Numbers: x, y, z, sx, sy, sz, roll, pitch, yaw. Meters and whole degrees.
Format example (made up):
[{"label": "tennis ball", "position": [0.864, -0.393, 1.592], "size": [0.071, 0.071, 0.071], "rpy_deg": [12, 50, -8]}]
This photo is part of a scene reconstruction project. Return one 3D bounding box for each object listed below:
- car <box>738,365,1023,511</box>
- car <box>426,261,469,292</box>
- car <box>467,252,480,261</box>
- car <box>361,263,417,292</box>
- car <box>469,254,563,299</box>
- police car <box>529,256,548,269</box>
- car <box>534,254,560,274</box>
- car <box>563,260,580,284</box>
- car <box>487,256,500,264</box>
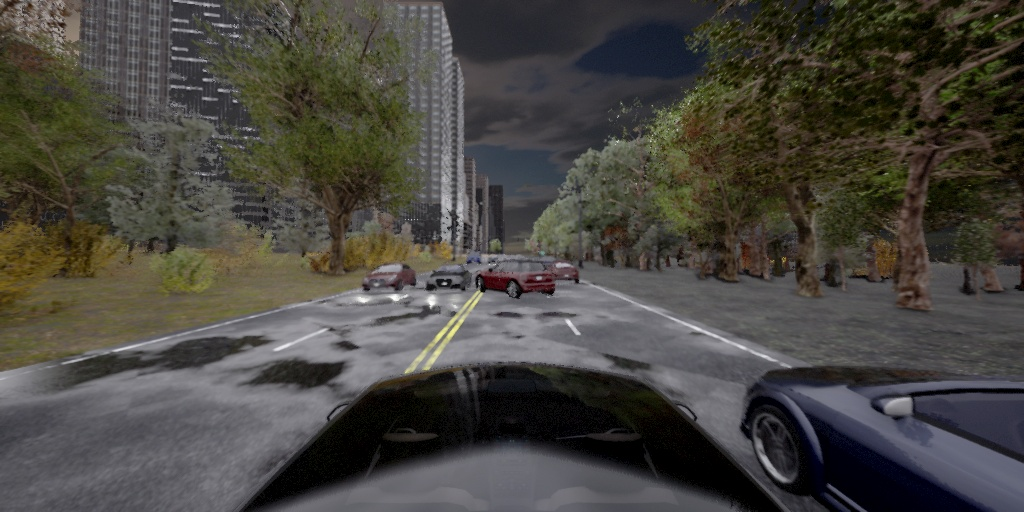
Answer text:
[{"label": "car", "position": [3.234, 1.303, 1.839], "size": [1.994, 1.385, 4.181], "rpy_deg": [-1, 1, 0]}, {"label": "car", "position": [-3.308, 1.137, 19.491], "size": [1.994, 1.385, 4.181], "rpy_deg": [0, 1, 0]}, {"label": "car", "position": [-6.411, 0.350, 61.487], "size": [2.150, 2.045, 5.566], "rpy_deg": [0, 1, 1]}, {"label": "car", "position": [-6.545, 1.097, 19.685], "size": [1.812, 1.442, 4.674], "rpy_deg": [0, 1, 0]}, {"label": "car", "position": [0.028, 0.948, 17.199], "size": [2.097, 1.767, 4.553], "rpy_deg": [0, 0, -33]}, {"label": "police car", "position": [3.325, 0.790, 45.868], "size": [2.038, 1.542, 4.974], "rpy_deg": [0, 0, 0]}, {"label": "car", "position": [3.332, 0.710, 34.827], "size": [2.097, 1.767, 4.553], "rpy_deg": [1, 1, 0]}, {"label": "car", "position": [3.307, 1.001, 23.852], "size": [1.812, 1.442, 4.674], "rpy_deg": [1, 1, 0]}, {"label": "car", "position": [-3.171, 0.687, 61.670], "size": [1.994, 1.385, 4.181], "rpy_deg": [0, 1, 1]}]
